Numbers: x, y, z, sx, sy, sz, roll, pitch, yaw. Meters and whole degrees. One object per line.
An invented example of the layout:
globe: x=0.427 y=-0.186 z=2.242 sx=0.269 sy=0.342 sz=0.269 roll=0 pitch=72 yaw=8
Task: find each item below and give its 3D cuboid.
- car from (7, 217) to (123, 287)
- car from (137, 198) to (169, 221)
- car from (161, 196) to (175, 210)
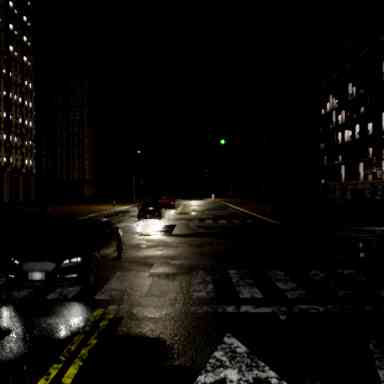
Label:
car: x=-3.236 y=1.492 z=9.393 sx=2.128 sy=1.511 sz=4.902 roll=0 pitch=0 yaw=0
car: x=-3.216 y=1.525 z=26.925 sx=1.837 sy=1.490 sz=4.892 roll=0 pitch=1 yaw=0
car: x=-3.196 y=1.302 z=41.609 sx=2.097 sy=1.767 sz=4.553 roll=0 pitch=0 yaw=0
